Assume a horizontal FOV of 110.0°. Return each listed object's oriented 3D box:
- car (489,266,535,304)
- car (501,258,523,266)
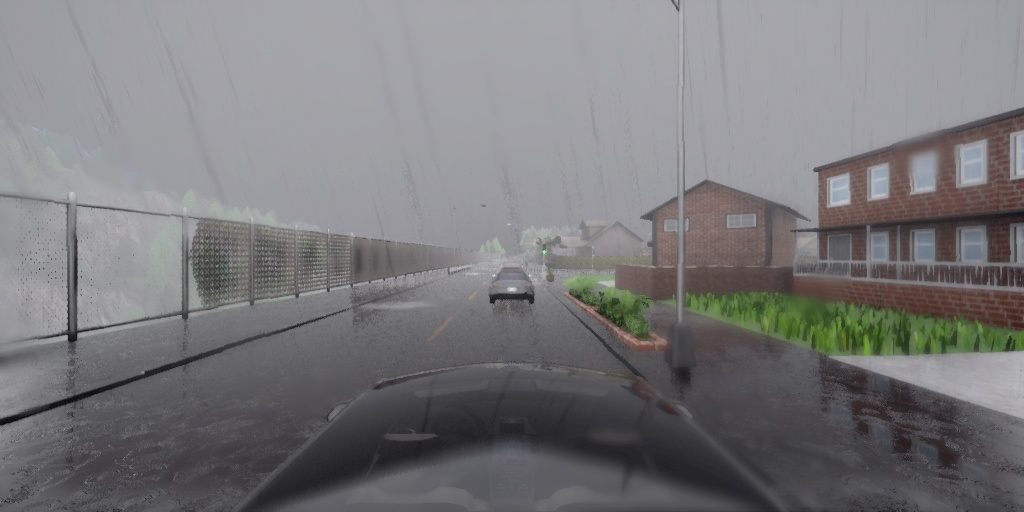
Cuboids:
[{"bbox_3d":[0.000,1.320,16.500,1.994,1.385,4.181,0,0,0],"label":"car"},{"bbox_3d":[0.000,1.233,31.500,1.882,1.535,5.008,0,0,0],"label":"car"}]
